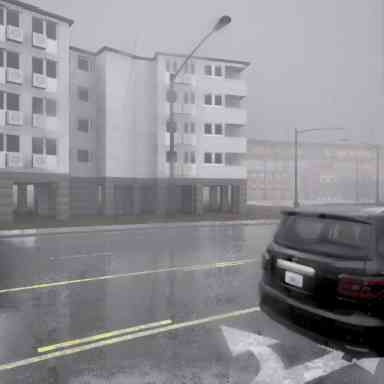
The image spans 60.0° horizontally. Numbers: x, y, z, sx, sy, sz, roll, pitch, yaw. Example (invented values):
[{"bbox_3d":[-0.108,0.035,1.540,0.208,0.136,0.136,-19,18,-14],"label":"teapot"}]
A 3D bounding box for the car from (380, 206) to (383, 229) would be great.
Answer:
[{"bbox_3d":[14.414,1.548,20.212,5.357,1.411,2.033,0,0,-15],"label":"car"}]

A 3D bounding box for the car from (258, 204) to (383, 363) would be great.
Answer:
[{"bbox_3d":[3.709,1.219,5.440,5.566,2.045,2.150,0,0,-26],"label":"car"}]
